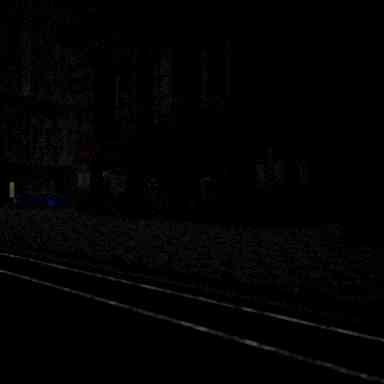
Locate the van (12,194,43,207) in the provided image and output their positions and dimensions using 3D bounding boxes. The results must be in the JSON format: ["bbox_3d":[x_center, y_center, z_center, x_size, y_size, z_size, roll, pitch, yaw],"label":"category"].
[{"bbox_3d":[-22.755,1.158,46.190,1.690,1.788,3.998,0,0,36],"label":"van"}]

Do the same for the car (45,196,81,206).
[{"bbox_3d":[-19.573,1.331,50.612,1.752,1.417,4.829,0,0,36],"label":"car"}]

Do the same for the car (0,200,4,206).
[{"bbox_3d":[-26.037,1.379,41.630,2.008,1.369,4.403,0,0,36],"label":"car"}]

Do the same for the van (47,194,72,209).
[{"bbox_3d":[-15.835,1.173,41.212,1.690,1.788,3.998,0,0,36],"label":"van"}]
